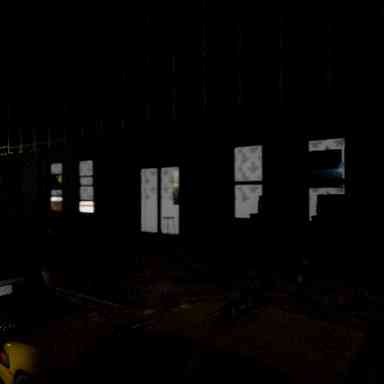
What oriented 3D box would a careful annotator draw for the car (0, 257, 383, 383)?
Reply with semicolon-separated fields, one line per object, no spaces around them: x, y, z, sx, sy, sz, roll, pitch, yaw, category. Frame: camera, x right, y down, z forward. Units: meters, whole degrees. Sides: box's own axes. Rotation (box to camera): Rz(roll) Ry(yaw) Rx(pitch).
0.146;1.530;2.770;4.829;1.417;1.752;0;0;35;car

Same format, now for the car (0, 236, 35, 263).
-4.315;1.462;5.950;4.097;1.590;1.967;0;0;35;car
